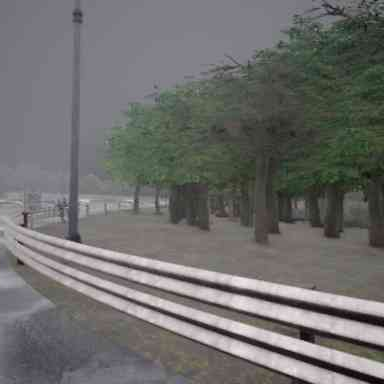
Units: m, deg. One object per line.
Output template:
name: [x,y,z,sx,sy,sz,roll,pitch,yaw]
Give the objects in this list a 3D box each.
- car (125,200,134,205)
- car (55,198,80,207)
car: [-16.718,2.994,90.249,2.097,1.767,4.553,1,-1,7]
car: [-22.315,2.078,59.711,2.150,2.045,5.566,1,-1,8]
